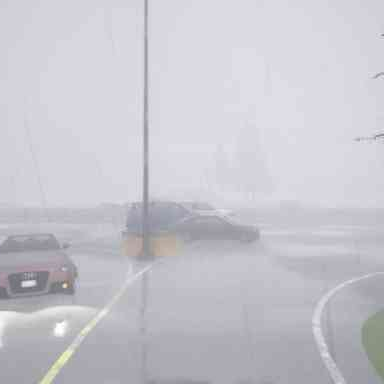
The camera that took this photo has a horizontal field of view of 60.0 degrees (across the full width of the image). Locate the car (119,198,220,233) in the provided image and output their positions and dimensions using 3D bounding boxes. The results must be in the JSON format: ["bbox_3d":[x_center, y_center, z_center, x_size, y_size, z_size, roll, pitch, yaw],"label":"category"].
[{"bbox_3d":[-1.299,1.592,20.467,5.566,2.045,2.150,0,0,0],"label":"car"}]

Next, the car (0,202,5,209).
[{"bbox_3d":[-26.686,1.904,41.728,4.553,1.767,2.097,0,0,0],"label":"car"}]

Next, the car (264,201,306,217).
[{"bbox_3d":[9.459,1.982,34.638,4.902,1.511,2.128,0,0,0],"label":"car"}]

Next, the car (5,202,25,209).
[{"bbox_3d":[-25.179,2.106,45.224,4.674,1.442,1.812,0,0,0],"label":"car"}]

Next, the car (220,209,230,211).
[{"bbox_3d":[0.350,1.621,23.963,5.566,2.045,2.150,0,0,0],"label":"car"}]

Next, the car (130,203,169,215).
[{"bbox_3d":[-5.230,2.076,41.673,4.674,1.442,1.812,0,0,0],"label":"car"}]

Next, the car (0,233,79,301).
[{"bbox_3d":[-4.281,1.808,8.869,1.994,1.385,4.181,0,-2,-25],"label":"car"}]

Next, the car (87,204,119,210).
[{"bbox_3d":[-9.017,1.982,34.684,4.902,1.511,2.128,0,0,0],"label":"car"}]

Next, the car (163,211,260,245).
[{"bbox_3d":[1.065,1.866,16.973,4.674,1.442,1.812,0,0,0],"label":"car"}]

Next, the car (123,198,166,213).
[{"bbox_3d":[-6.416,1.800,45.179,5.566,2.045,2.150,0,0,0],"label":"car"}]
